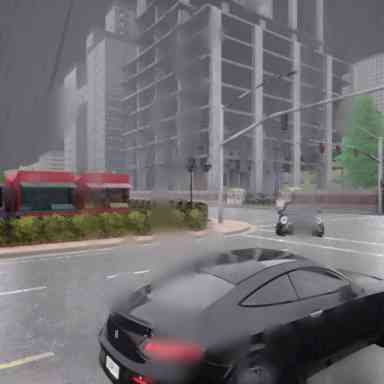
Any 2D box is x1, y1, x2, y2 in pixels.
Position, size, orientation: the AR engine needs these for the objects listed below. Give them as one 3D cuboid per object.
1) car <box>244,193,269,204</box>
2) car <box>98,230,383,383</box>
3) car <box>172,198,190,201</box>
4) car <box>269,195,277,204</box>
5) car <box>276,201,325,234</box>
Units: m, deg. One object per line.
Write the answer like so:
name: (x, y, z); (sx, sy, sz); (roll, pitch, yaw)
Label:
car: (10.822, 1.109, 57.643); (1.905, 1.878, 3.866); (0, 0, -36)
car: (1.105, 1.525, 4.573); (4.674, 1.442, 1.812); (0, 0, -35)
car: (-1.030, 1.420, 33.675); (1.882, 1.535, 5.008); (0, 0, -36)
car: (13.210, 1.109, 59.359); (1.905, 1.878, 3.866); (0, 0, -36)
car: (5.781, 1.339, 17.873); (2.097, 1.767, 4.553); (-1, 0, 15)
